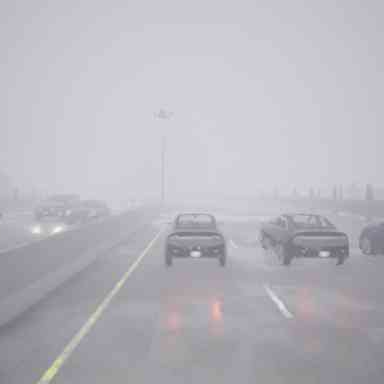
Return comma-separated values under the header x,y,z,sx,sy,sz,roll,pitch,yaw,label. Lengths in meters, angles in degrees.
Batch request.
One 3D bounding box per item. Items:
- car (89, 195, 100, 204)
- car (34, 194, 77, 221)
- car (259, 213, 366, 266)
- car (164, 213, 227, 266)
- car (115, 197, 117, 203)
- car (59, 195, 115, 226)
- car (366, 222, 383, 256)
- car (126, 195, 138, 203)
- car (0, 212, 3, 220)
x,y,z,sx,sy,sz,roll,pitch,yaw,label
-18.578,1.417,63.026,1.837,1.490,4.892,0,0,-18,car
-10.606,1.188,26.892,2.150,2.045,5.566,0,0,0,car
3.600,1.477,11.480,2.128,1.511,4.902,0,0,0,car
0.101,1.477,11.468,2.128,1.511,4.902,0,0,0,car
-16.236,1.430,66.868,1.812,1.442,4.674,0,0,-19,car
-7.107,1.321,23.105,2.097,1.767,4.553,0,0,0,car
7.098,1.339,10.185,2.097,1.767,4.553,0,0,0,car
-11.722,1.432,64.613,1.837,1.490,4.892,0,0,-18,car
-14.100,1.573,20.989,1.895,1.301,4.718,0,0,0,car
